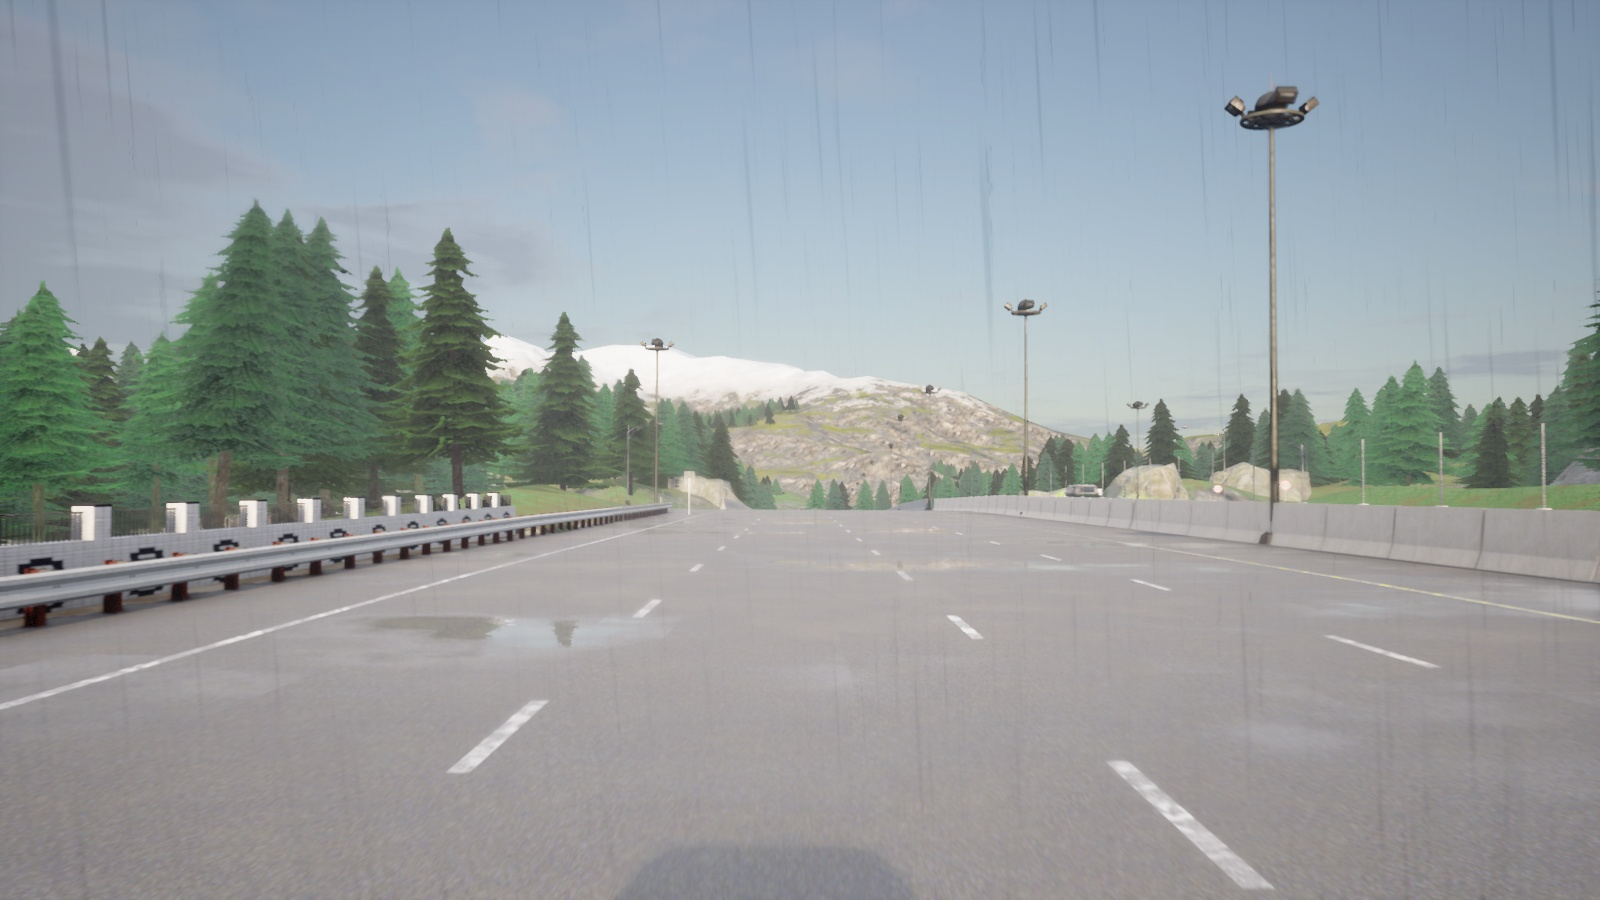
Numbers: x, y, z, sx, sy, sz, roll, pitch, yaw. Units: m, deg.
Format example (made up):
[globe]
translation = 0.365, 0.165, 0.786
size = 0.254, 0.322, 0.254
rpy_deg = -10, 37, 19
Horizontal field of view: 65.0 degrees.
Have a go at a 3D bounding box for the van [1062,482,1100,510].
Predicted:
[van]
translation = 20.779, 3.404, 92.913
size = 1.775, 1.987, 4.442
rpy_deg = 0, -3, 0
